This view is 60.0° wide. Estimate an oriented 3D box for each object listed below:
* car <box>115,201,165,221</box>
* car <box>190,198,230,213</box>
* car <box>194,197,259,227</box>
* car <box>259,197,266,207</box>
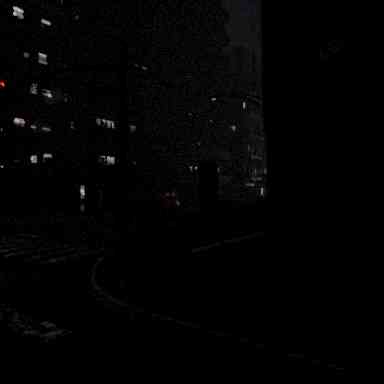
[{"bbox_3d":[-4.055,1.433,26.376,1.887,1.381,4.507,-1,0,36],"label":"car"},{"bbox_3d":[1.959,1.360,34.493,2.008,1.369,4.403,-1,0,36],"label":"car"},{"bbox_3d":[2.165,1.188,20.340,1.967,1.590,4.097,-1,0,36],"label":"car"},{"bbox_3d":[8.623,1.287,43.657,1.947,1.339,4.313,-1,0,36],"label":"car"}]
